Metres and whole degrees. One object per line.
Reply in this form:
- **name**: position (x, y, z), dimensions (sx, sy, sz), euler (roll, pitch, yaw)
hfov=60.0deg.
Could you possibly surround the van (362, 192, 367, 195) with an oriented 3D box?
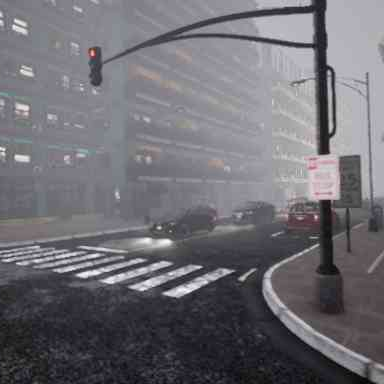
- **van**: position (39.455, 0.894, 77.332), dimensions (1.690, 1.788, 3.998), euler (-2, -1, 36)

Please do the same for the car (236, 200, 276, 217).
- **car**: position (6.119, 1.532, 31.538), dimensions (2.008, 1.369, 4.403), euler (-2, 0, 36)

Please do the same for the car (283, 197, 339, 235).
- **car**: position (6.311, 1.254, 17.386), dimensions (1.967, 1.590, 4.097), euler (-2, 0, 36)

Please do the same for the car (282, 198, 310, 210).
- **car**: position (12.788, 1.458, 40.697), dimensions (1.947, 1.339, 4.313), euler (-2, 0, 36)

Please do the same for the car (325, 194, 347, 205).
- **car**: position (19.909, 0.986, 45.938), dimensions (1.812, 1.442, 4.674), euler (-2, -1, 36)

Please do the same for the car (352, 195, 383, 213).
- **car**: position (16.225, 1.248, 31.186), dimensions (1.947, 1.339, 4.313), euler (-2, -1, 36)

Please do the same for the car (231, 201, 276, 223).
- **car**: position (4.720, 1.441, 25.230), dimensions (2.128, 1.511, 4.902), euler (-2, -1, 36)

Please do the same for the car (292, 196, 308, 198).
- **car**: position (10.835, 1.219, 33.595), dimensions (2.097, 1.767, 4.553), euler (-2, -1, 37)

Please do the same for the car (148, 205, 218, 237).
- **car**: position (-0.467, 1.585, 18.107), dimensions (1.994, 1.385, 4.181), euler (-2, -1, 36)

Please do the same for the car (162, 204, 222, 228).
- **car**: position (0.099, 1.610, 23.424), dimensions (1.887, 1.381, 4.507), euler (-2, 0, 36)
